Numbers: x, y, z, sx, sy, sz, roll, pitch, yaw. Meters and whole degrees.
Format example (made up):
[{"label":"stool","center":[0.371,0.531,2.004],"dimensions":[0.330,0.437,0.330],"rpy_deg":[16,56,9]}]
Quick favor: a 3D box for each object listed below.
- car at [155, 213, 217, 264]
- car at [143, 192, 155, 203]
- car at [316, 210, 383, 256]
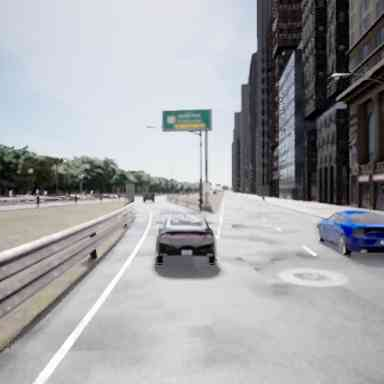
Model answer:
[{"label":"car","center":[-0.257,1.468,11.715],"dimensions":[2.128,1.511,4.902],"rpy_deg":[1,0,-3]},{"label":"car","center":[-8.383,0.995,64.762],"dimensions":[2.150,2.045,5.566],"rpy_deg":[0,0,-10]},{"label":"car","center":[6.322,1.441,12.959],"dimensions":[1.882,1.535,5.008],"rpy_deg":[0,0,6]}]
